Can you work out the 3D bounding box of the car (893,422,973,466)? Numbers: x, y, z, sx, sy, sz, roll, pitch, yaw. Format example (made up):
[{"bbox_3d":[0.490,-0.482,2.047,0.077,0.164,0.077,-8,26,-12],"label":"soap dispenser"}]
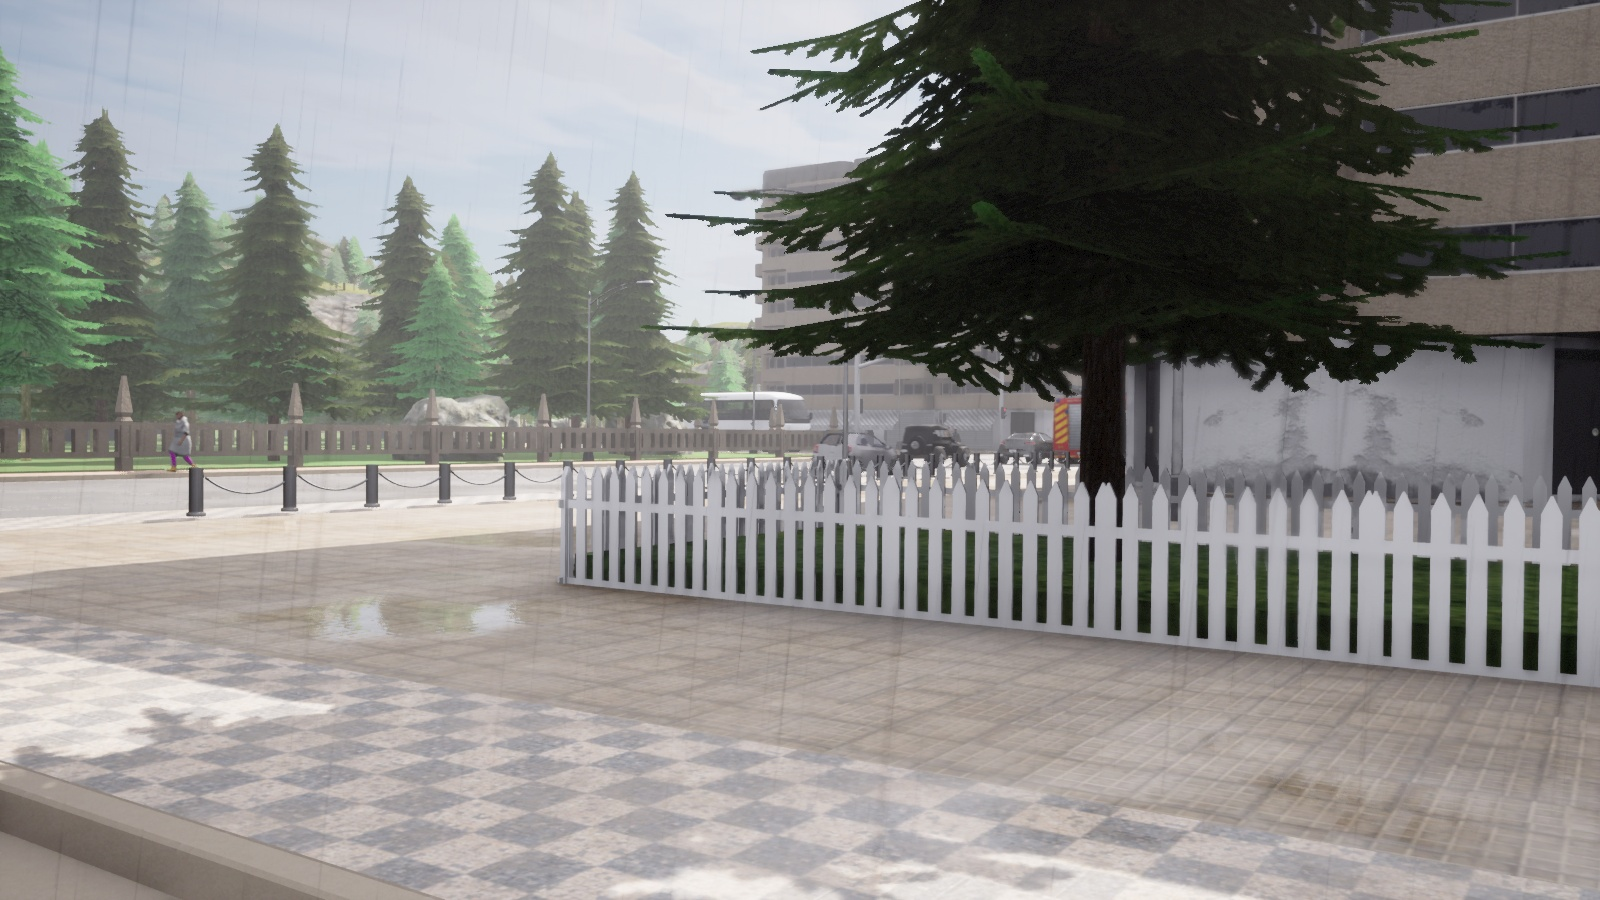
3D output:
[{"bbox_3d":[5.887,-0.279,55.197,1.905,1.878,3.866,0,1,34],"label":"car"}]

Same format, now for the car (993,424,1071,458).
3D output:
[{"bbox_3d":[11.937,-0.478,64.323,2.152,1.651,5.027,0,1,33],"label":"car"}]

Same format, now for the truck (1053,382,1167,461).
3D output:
[{"bbox_3d":[16.197,-1.496,65.149,2.891,3.827,8.468,-1,1,34],"label":"truck"}]

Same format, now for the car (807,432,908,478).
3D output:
[{"bbox_3d":[2.020,0.140,43.026,1.845,1.501,3.633,0,1,34],"label":"car"}]

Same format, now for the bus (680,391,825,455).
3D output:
[{"bbox_3d":[-3.444,-1.876,88.354,10.273,4.253,3.944,0,1,41],"label":"bus"}]

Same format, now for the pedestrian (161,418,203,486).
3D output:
[{"bbox_3d":[-18.229,0.049,37.038,0.659,1.952,0.873,0,1,33],"label":"pedestrian"}]
